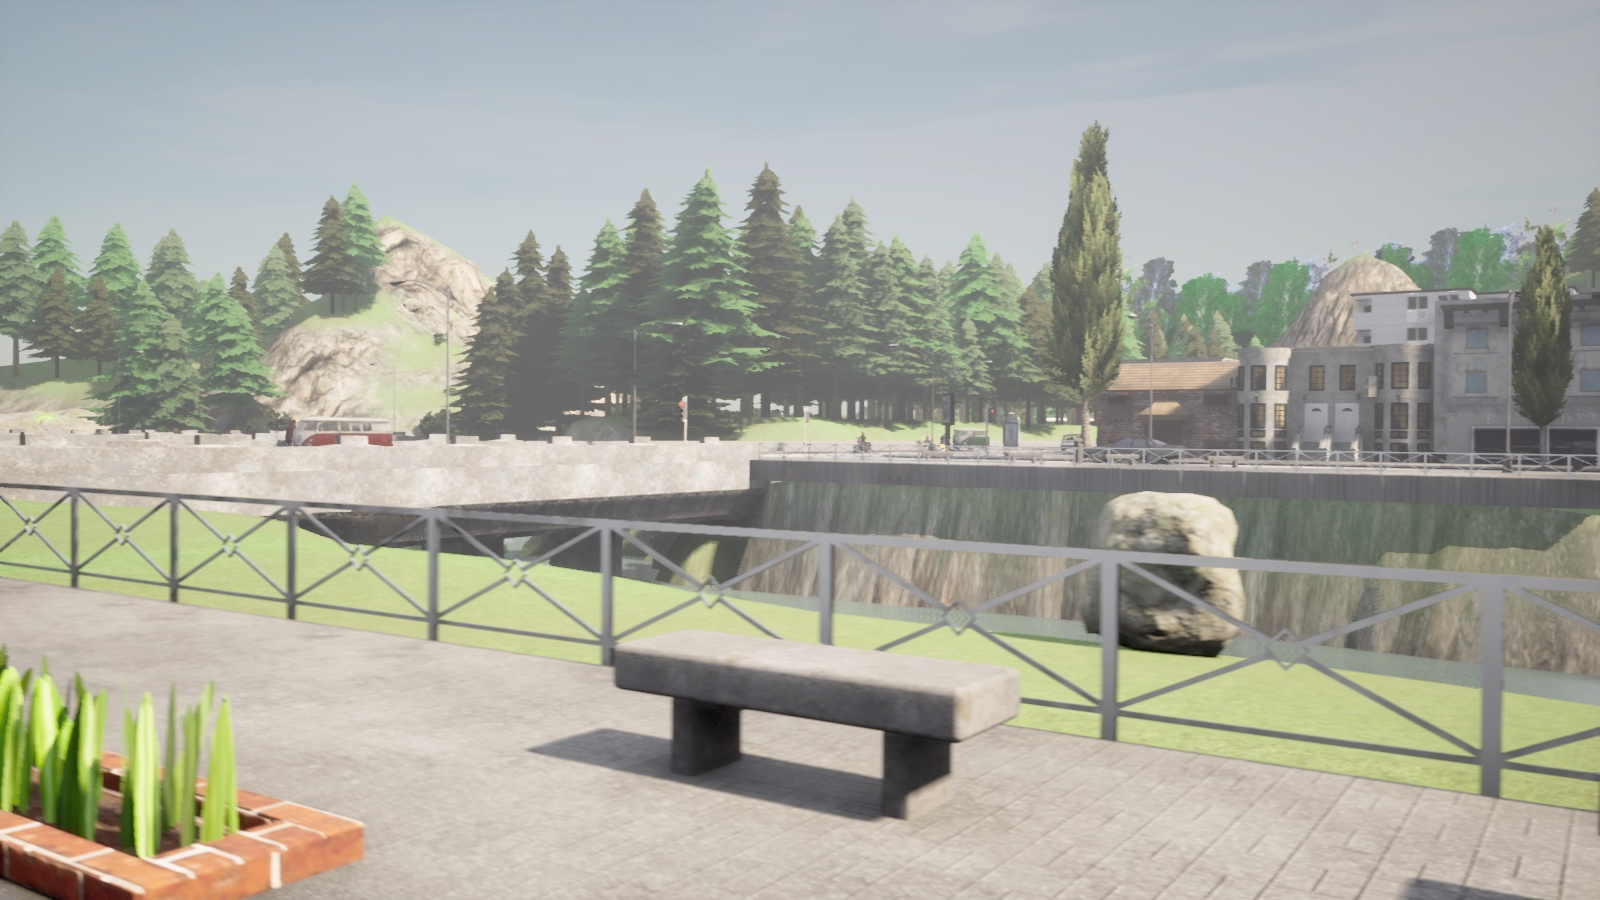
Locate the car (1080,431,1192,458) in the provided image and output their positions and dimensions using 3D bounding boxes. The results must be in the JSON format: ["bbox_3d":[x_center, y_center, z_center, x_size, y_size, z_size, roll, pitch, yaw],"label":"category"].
[{"bbox_3d":[17.735,-0.289,66.447,5.357,1.411,2.033,0,1,34],"label":"car"}]

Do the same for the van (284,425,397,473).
[{"bbox_3d":[-20.058,-0.085,55.001,1.775,1.987,4.442,0,1,34],"label":"van"}]

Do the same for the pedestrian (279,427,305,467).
[{"bbox_3d":[-23.798,-0.146,58.858,0.634,1.844,0.899,0,1,30],"label":"pedestrian"}]
